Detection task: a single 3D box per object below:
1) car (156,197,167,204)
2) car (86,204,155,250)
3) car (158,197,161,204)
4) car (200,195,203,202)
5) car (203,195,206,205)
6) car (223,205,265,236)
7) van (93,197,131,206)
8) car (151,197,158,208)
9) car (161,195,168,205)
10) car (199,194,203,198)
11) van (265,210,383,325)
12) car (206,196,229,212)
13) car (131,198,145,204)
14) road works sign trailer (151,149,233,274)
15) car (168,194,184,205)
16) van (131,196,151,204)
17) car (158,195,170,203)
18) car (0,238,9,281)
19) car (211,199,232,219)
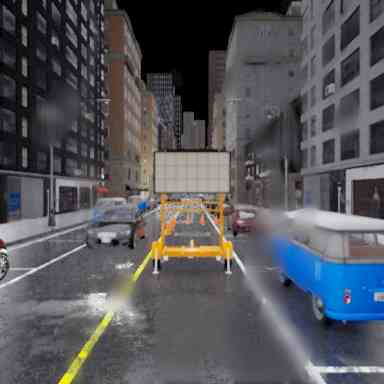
[{"bbox_3d":[-5.633,1.533,61.846,1.802,1.307,4.206,0,0,0],"label":"car"},{"bbox_3d":[-3.091,1.477,14.430,2.128,1.511,4.902,0,0,0],"label":"car"},{"bbox_3d":[-5.642,1.542,45.342,1.802,1.307,4.206,0,0,0],"label":"car"},{"bbox_3d":[2.889,1.504,56.340,2.008,1.369,4.403,0,0,0],"label":"car"},{"bbox_3d":[2.883,1.400,45.337,1.967,1.590,4.097,0,0,0],"label":"car"},{"bbox_3d":[2.867,1.564,17.830,1.802,1.307,4.206,0,0,0],"label":"car"},{"bbox_3d":[-5.655,1.318,23.337,1.690,1.788,3.998,0,0,0],"label":"van"},{"bbox_3d":[-5.645,1.530,39.840,1.947,1.339,4.313,0,0,0],"label":"car"},{"bbox_3d":[-5.636,1.519,56.344,1.947,1.339,4.313,0,0,0],"label":"car"},{"bbox_3d":[2.896,1.514,67.342,1.947,1.339,4.313,0,0,0],"label":"car"},{"bbox_3d":[2.860,1.334,6.827,1.690,1.788,3.998,0,0,0],"label":"van"},{"bbox_3d":[2.876,1.283,34.334,2.192,1.841,5.009,0,0,0],"label":"car"},{"bbox_3d":[-5.652,1.523,28.837,2.008,1.369,4.403,0,0,0],"label":"car"},{"bbox_3d":[0.007,0.454,10.506,2.380,3.560,2.880,0,0,0],"label":"road works sign trailer"},{"bbox_3d":[-3.044,1.177,57.079,2.150,2.045,5.566,0,0,0],"label":"car"},{"bbox_3d":[-5.649,1.309,34.339,1.690,1.788,3.998,0,0,0],"label":"van"},{"bbox_3d":[-5.630,1.388,67.347,1.967,1.590,4.097,0,0,0],"label":"car"},{"bbox_3d":[-5.665,1.433,6.832,1.967,1.590,4.097,0,0,0],"label":"car"},{"bbox_3d":[2.874,1.554,28.832,1.802,1.307,4.206,0,0,0],"label":"car"}]
